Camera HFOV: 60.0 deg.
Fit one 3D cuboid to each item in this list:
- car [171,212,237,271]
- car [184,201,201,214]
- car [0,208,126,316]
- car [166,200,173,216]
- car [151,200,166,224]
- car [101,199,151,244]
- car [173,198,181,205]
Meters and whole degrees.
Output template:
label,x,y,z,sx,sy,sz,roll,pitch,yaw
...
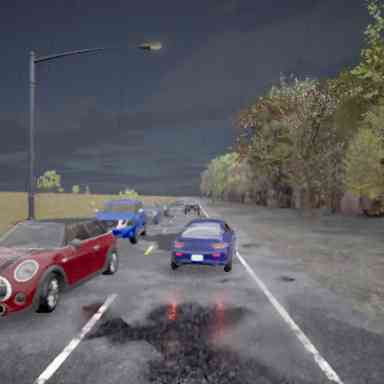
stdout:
label,x,y,z,sx,sy,sz,roll,pitch,yaw
car,0.518,1.648,11.358,1.812,1.442,4.674,0,0,9
car,0.038,1.938,41.434,1.837,1.490,4.892,0,0,0
car,-3.460,1.439,7.948,2.097,1.767,4.553,0,-1,9
car,-3.624,1.741,37.149,2.097,1.767,4.553,0,-1,0
car,-3.617,1.639,27.143,2.097,1.767,4.553,0,-1,0
car,-3.620,1.405,17.140,2.150,2.045,5.566,0,-1,-1
car,-3.555,2.226,75.248,1.837,1.490,4.892,0,-1,0
